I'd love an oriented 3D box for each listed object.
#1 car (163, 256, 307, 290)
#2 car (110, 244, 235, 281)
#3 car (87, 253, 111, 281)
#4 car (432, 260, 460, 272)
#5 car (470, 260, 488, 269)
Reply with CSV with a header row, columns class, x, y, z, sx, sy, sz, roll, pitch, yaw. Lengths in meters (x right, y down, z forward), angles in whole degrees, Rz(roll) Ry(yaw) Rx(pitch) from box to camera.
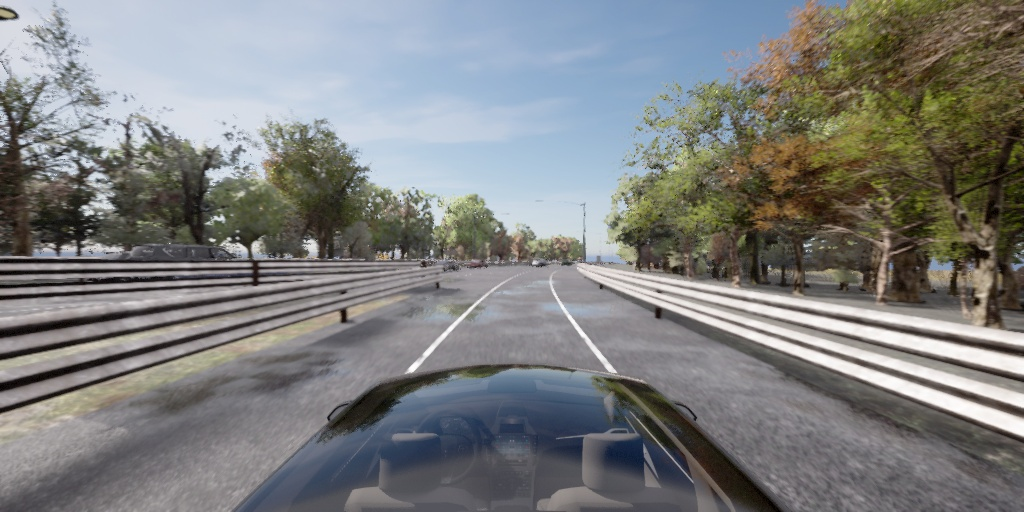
class,x,y,z,sx,sy,sz,roll,pitch,yaw
car,-12.491,0.844,17.011,2.033,1.411,5.357,0,-1,18
car,-15.780,0.489,18.203,2.150,2.045,5.566,0,-1,18
car,-19.125,0.594,19.242,2.097,1.767,4.553,0,-1,18
car,-7.822,1.195,42.571,1.994,1.385,4.181,0,-1,18
car,-5.604,1.393,60.827,1.812,1.442,4.674,0,-1,18
